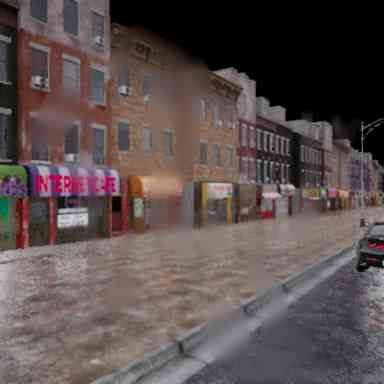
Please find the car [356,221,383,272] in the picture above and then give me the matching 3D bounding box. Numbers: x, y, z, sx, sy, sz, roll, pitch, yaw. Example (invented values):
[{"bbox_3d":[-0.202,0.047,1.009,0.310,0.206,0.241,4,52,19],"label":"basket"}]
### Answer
[{"bbox_3d":[6.658,1.687,10.769,1.837,1.490,4.892,0,-1,36],"label":"car"}]
